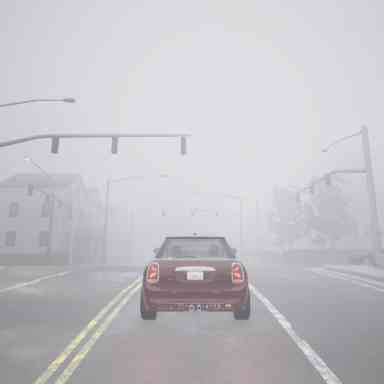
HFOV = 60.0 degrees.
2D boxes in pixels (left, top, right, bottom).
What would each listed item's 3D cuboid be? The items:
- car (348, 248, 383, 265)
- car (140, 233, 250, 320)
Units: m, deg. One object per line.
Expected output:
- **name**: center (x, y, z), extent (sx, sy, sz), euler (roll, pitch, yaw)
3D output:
- **car**: center (16.224, 5.692, 29.056), extent (4.892, 1.490, 1.837), euler (0, -12, 1)
- **car**: center (0.077, 1.790, 8.229), extent (2.097, 1.767, 4.553), euler (0, -6, 0)
